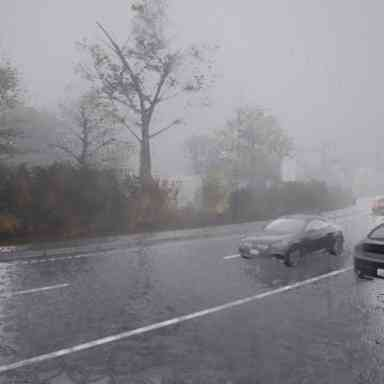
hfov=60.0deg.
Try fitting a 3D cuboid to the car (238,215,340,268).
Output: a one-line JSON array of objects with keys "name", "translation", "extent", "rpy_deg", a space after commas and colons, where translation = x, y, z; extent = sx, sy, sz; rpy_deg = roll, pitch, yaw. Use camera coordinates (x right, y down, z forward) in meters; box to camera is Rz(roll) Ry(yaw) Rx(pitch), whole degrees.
[{"name": "car", "translation": [3.623, 1.551, 11.592], "extent": [4.674, 1.442, 1.812], "rpy_deg": [0, 0, -41]}]

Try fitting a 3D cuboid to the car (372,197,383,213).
[{"name": "car", "translation": [21.269, 1.395, 36.614], "extent": [2.097, 1.767, 4.553], "rpy_deg": [0, 0, 35]}]

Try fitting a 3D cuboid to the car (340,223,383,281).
[{"name": "car", "translation": [6.057, 1.520, 8.825], "extent": [4.892, 1.490, 1.837], "rpy_deg": [0, 0, -40]}]
